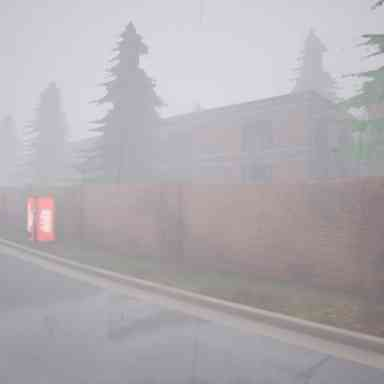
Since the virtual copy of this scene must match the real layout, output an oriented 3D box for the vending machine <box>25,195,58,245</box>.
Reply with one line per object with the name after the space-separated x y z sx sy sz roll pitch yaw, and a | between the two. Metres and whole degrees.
-6.622 1.182 14.624 1.100 2.100 0.880 0 0 -44 | vending machine
